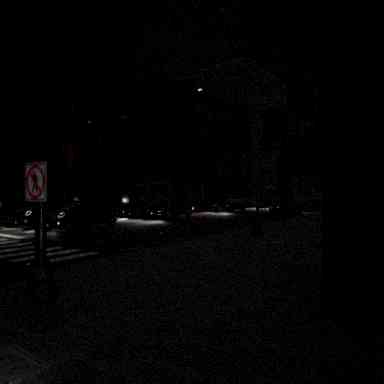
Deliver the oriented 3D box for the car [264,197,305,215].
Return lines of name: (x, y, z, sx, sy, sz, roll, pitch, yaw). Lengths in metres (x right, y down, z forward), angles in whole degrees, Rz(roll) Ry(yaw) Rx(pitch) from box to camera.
car: (9.100, 1.401, 31.591, 2.033, 1.411, 5.357, 0, 0, 35)

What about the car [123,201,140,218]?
car: (-4.612, 1.475, 29.448, 1.994, 1.385, 4.181, 0, 0, 35)

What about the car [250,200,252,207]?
car: (6.481, 1.394, 45.056, 1.994, 1.385, 4.181, 0, 0, 36)

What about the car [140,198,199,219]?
car: (-1.742, 1.409, 27.865, 1.837, 1.490, 4.892, 0, 0, 35)

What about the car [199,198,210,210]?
car: (0.782, 1.419, 37.061, 2.033, 1.411, 5.357, 0, 0, 35)

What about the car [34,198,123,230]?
car: (-6.877, 1.293, 20.610, 2.097, 1.767, 4.553, 0, 0, 35)

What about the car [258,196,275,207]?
car: (10.252, 1.321, 44.777, 1.837, 1.490, 4.892, 0, 0, 34)

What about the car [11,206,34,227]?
car: (-9.601, 1.299, 22.390, 2.097, 1.767, 4.553, 0, 0, 35)

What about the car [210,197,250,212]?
car: (4.213, 1.386, 36.274, 1.812, 1.442, 4.674, 0, 0, 36)
